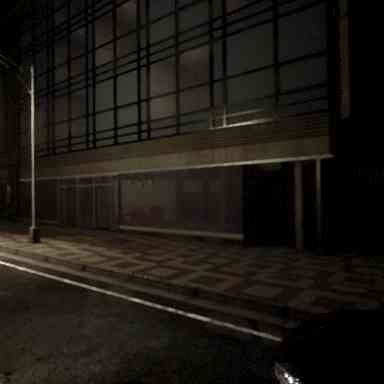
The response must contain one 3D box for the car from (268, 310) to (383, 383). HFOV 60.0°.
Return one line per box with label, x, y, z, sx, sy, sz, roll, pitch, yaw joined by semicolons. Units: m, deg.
car;2.884;1.497;1.979;4.902;1.511;2.128;0;0;35
